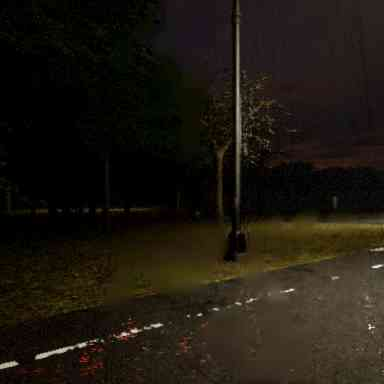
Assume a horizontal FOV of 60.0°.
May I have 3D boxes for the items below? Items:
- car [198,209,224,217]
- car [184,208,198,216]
[{"bbox_3d":[4.111,4.236,67.182,2.033,1.411,5.357,-1,-2,-34],"label":"car"},{"bbox_3d":[0.084,4.339,72.985,2.128,1.511,4.902,-1,-1,-34],"label":"car"}]
